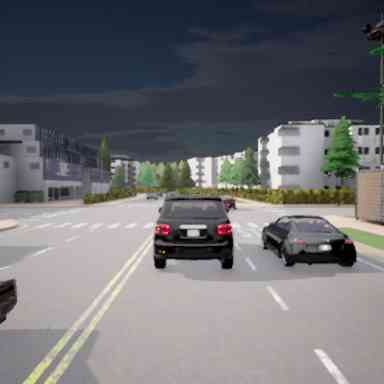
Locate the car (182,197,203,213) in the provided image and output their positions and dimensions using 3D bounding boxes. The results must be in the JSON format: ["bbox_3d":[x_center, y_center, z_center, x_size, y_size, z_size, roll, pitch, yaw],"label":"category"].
[{"bbox_3d":[0.004,1.192,32.264,1.895,1.301,4.718,0,1,0],"label":"car"}]

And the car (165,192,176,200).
[{"bbox_3d":[-3.944,0.716,62.485,1.837,1.490,4.892,0,1,0],"label":"car"}]

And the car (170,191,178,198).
[{"bbox_3d":[-4.161,0.519,77.797,1.837,1.490,4.892,0,1,-1],"label":"car"}]

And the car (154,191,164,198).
[{"bbox_3d":[-7.638,0.564,77.301,2.033,1.411,5.357,0,1,-1],"label":"car"}]

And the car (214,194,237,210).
[{"bbox_3d":[3.477,1.030,35.414,1.882,1.535,5.008,0,1,0],"label":"car"}]

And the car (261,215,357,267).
[{"bbox_3d":[3.554,1.425,10.852,1.994,1.385,4.181,0,1,0],"label":"car"}]

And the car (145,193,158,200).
[{"bbox_3d":[-7.434,0.819,61.971,1.895,1.301,4.718,0,1,0],"label":"car"}]

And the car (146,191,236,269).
[{"bbox_3d":[0.051,1.080,10.752,2.150,2.045,5.566,0,0,0],"label":"car"}]

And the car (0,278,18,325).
[{"bbox_3d":[-3.595,1.563,2.861,1.895,1.301,4.718,0,1,0],"label":"car"}]
